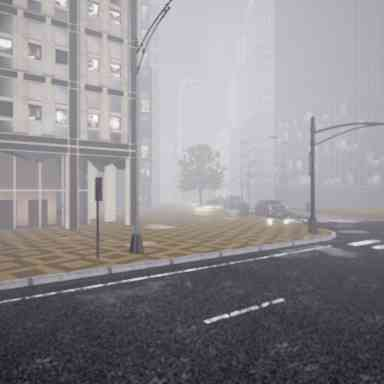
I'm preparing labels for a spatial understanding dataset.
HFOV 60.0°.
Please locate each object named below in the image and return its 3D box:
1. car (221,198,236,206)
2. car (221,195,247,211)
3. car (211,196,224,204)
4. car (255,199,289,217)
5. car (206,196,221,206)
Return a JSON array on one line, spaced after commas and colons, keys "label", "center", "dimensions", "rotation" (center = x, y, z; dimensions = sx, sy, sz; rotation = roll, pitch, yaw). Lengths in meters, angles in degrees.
[{"label": "car", "center": [6.864, 1.891, 63.773], "dimensions": [1.812, 1.442, 4.674], "rotation": [0, 0, -7]}, {"label": "car", "center": [6.010, 1.463, 46.363], "dimensions": [2.150, 2.045, 5.566], "rotation": [0, -1, -7]}, {"label": "car", "center": [5.571, 1.696, 73.692], "dimensions": [2.097, 1.767, 4.553], "rotation": [0, 0, -7]}, {"label": "car", "center": [7.775, 1.496, 32.783], "dimensions": [2.097, 1.767, 4.553], "rotation": [0, 0, -7]}, {"label": "car", "center": [3.920, 1.965, 62.849], "dimensions": [1.895, 1.301, 4.718], "rotation": [0, 0, -7]}]
